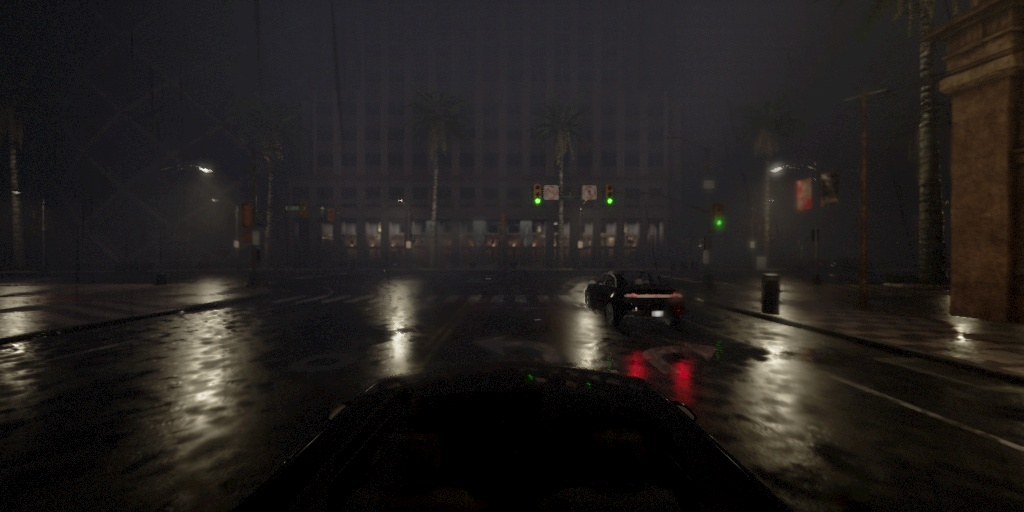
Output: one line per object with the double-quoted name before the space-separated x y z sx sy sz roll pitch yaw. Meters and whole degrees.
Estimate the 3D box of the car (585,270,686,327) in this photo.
"car" 3.591 1.193 11.233 2.128 1.511 4.902 0 0 0

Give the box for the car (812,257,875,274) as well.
"car" 34.214 0.927 36.785 4.553 1.767 2.097 0 0 0
